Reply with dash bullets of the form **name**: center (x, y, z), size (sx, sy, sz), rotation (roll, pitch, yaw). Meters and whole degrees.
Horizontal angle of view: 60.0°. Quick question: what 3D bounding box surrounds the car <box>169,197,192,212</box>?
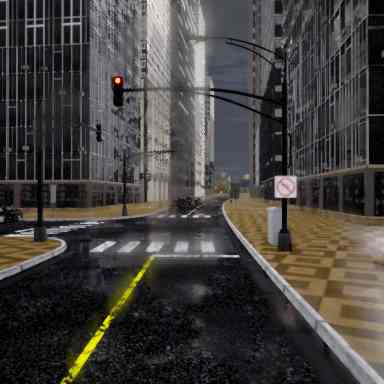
- **car**: center (-1.486, 1.450, 38.637), size (1.882, 1.535, 5.008), rotation (0, 0, 5)

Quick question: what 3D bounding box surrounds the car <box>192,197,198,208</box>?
- **car**: center (-0.604, 1.462, 48.445), size (1.837, 1.490, 4.892), rotation (0, 0, 6)

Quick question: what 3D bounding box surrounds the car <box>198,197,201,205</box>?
- **car**: center (0.502, 1.501, 58.404), size (1.994, 1.385, 4.181), rotation (0, 0, 7)

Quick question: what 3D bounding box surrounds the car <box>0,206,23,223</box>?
- **car**: center (-16.520, 1.854, 28.032), size (4.403, 1.369, 2.008), rotation (-1, 1, 10)
